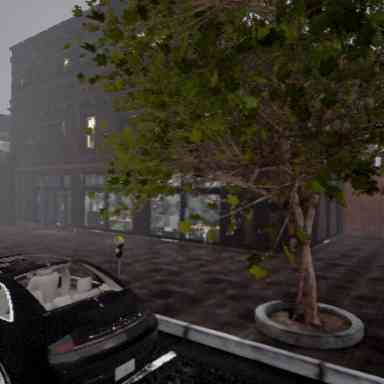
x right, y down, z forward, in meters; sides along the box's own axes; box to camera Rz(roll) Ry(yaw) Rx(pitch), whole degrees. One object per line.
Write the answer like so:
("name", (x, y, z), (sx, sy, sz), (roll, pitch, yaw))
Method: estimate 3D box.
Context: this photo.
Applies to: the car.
("car", (-2.454, 1.553, 4.625), (4.403, 1.369, 2.008), (0, 1, 36))
